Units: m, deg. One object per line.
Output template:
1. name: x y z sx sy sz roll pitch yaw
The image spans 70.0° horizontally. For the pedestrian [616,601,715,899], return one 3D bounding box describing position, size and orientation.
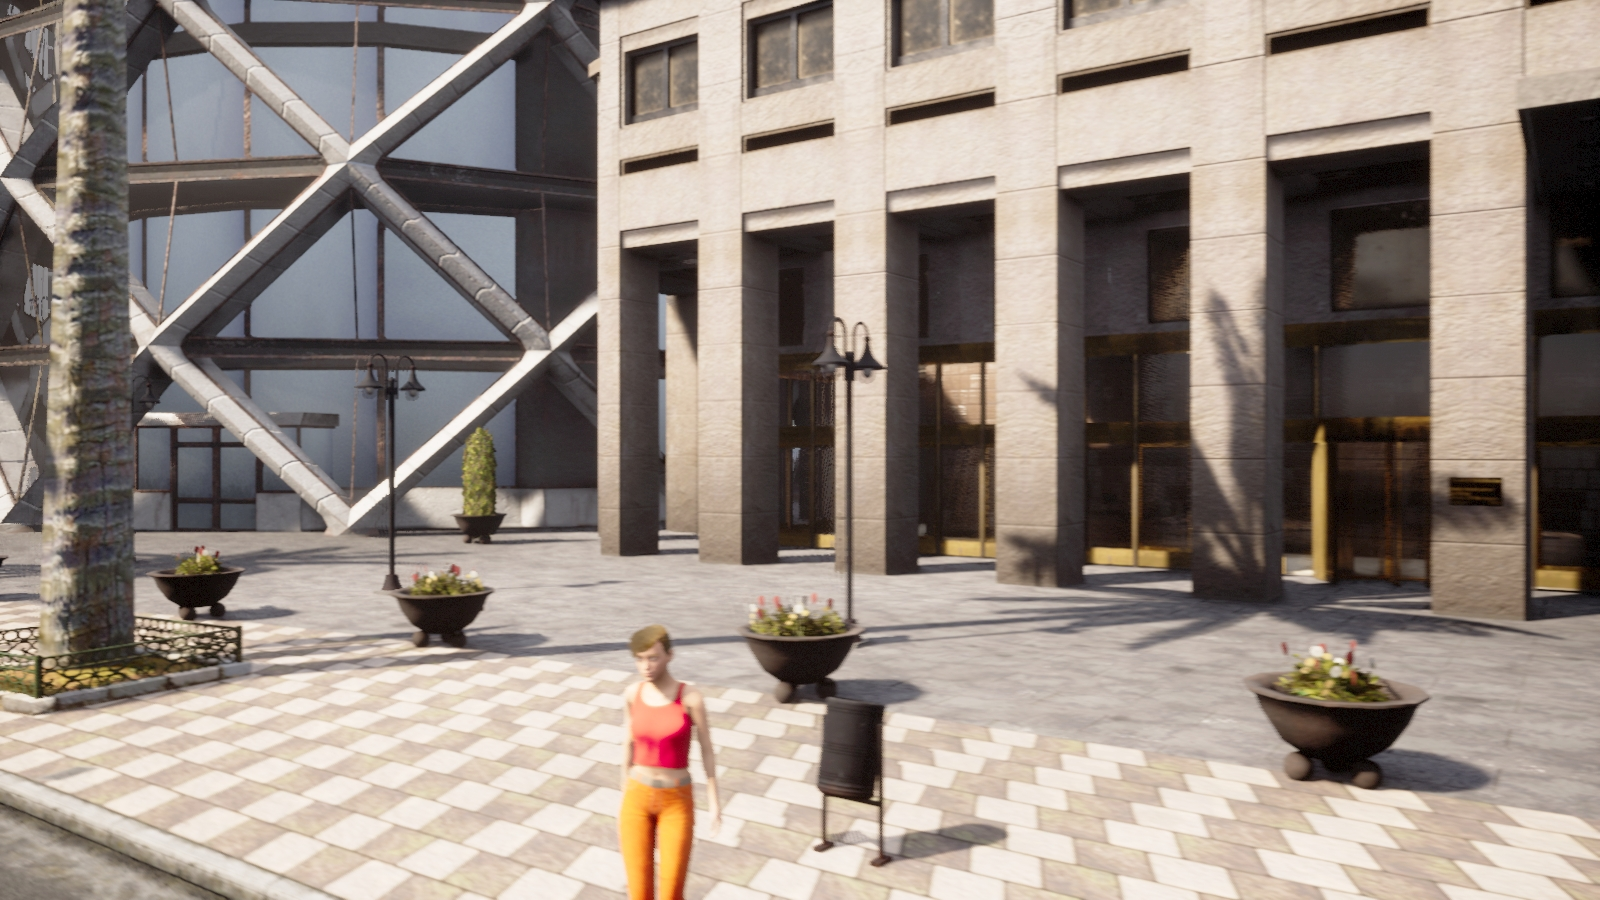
1. pedestrian: -0.650 1.696 5.572 0.375 1.860 0.375 0 0 13
